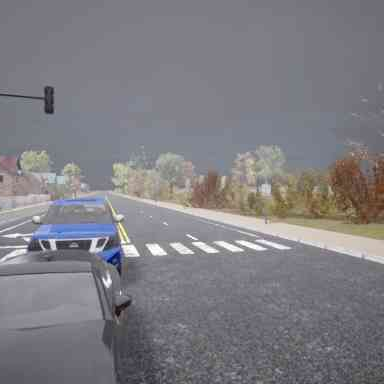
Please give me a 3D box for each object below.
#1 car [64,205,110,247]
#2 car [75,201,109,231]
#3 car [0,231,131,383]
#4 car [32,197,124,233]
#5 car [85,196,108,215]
[{"bbox_3d":[-4.968,1.498,16.135,1.837,1.490,4.892,0,0,-15],"label":"car"},{"bbox_3d":[-6.505,1.468,21.889,1.882,1.535,5.008,0,0,-15],"label":"car"},{"bbox_3d":[-1.740,1.524,3.956,1.812,1.442,4.674,0,0,-12],"label":"car"},{"bbox_3d":[-3.345,1.218,10.054,2.150,2.045,5.566,0,0,-15],"label":"car"},{"bbox_3d":[-9.845,1.331,34.419,2.097,1.767,4.553,0,0,-15],"label":"car"}]
